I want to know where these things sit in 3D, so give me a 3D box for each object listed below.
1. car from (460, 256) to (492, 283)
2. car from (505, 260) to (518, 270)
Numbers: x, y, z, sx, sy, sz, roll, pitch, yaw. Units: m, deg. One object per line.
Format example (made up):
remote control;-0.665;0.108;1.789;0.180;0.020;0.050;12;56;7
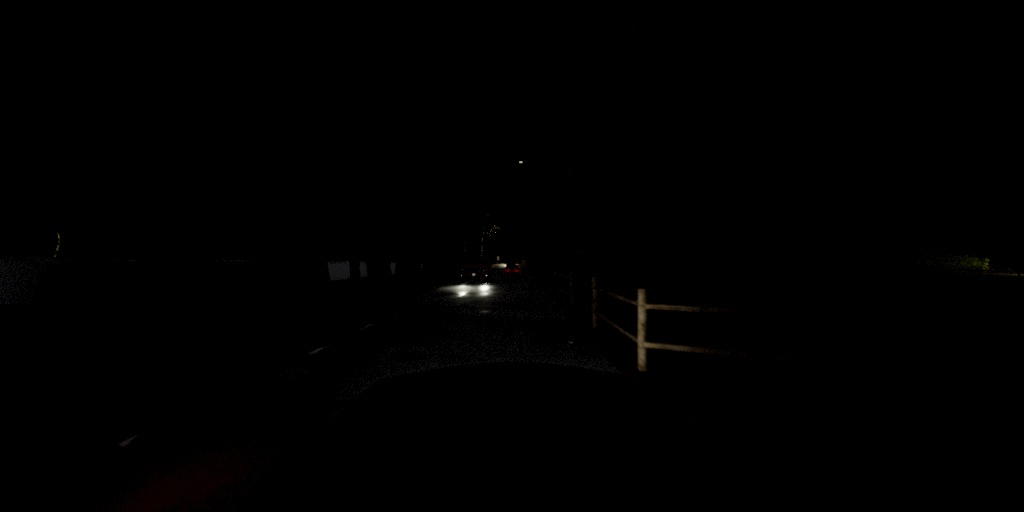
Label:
car;-2.766;1.012;28.771;2.150;2.045;5.566;0;0;0
car;-0.016;1.424;57.099;1.812;1.442;4.674;0;0;0
